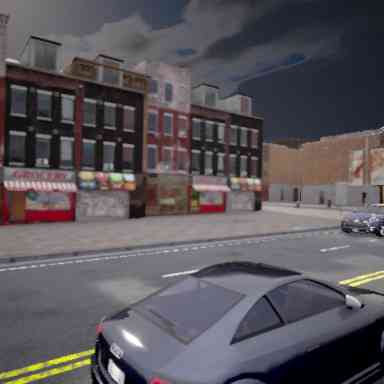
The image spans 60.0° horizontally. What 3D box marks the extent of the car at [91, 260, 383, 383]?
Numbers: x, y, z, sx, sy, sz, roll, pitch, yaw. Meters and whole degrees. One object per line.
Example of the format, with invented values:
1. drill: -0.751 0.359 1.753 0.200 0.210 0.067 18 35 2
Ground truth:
1. car: 0.959 1.586 4.126 4.181 1.385 1.994 0 0 -36

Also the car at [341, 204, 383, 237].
1. car: 10.644 1.499 19.235 4.553 1.767 2.097 0 0 -35
